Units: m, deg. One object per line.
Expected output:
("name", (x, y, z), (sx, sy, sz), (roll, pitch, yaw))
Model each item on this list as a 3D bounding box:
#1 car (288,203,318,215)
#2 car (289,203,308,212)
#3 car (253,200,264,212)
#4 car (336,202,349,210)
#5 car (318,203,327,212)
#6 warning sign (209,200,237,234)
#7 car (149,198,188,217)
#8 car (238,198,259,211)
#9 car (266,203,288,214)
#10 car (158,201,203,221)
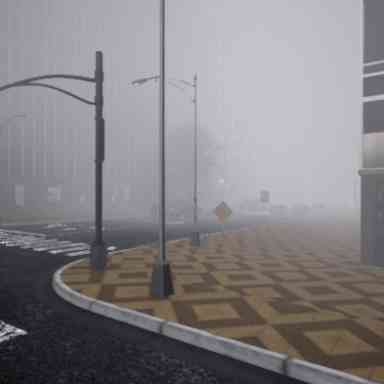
("car", (15.263, 2.369, 45.576), (2.033, 1.411, 5.357), (0, -1, 33))
("car", (17.833, 2.547, 55.663), (1.994, 1.385, 4.181), (0, -1, 33))
("car", (11.734, 2.428, 52.220), (1.994, 1.385, 4.181), (0, -1, 33))
("car", (30.240, 2.731, 66.833), (1.801, 1.575, 5.366), (0, -1, 33))
("car", (20.566, 2.499, 53.905), (1.837, 1.490, 4.892), (0, -1, 33))
("warning sign", (1.818, 1.430, 19.478), (1.300, 1.860, 1.060), (1, 1, 33))
("car", (-2.366, 1.705, 36.473), (2.150, 2.045, 5.566), (0, -1, 33))
("car", (9.600, 2.078, 54.882), (2.150, 2.045, 5.566), (0, -1, 33))
("car", (12.300, 2.329, 46.984), (1.812, 1.442, 4.674), (0, -1, 33))
("car", (-0.776, 1.935, 32.940), (1.882, 1.535, 5.008), (0, -1, 33))
